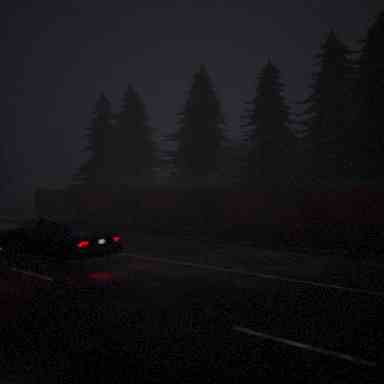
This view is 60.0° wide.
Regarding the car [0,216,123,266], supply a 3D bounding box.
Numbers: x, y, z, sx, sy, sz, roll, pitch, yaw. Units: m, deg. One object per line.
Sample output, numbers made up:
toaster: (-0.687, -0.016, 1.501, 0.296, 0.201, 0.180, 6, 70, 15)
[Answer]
car: (-4.785, 1.562, 11.611, 5.357, 1.411, 2.033, 0, 0, 36)
